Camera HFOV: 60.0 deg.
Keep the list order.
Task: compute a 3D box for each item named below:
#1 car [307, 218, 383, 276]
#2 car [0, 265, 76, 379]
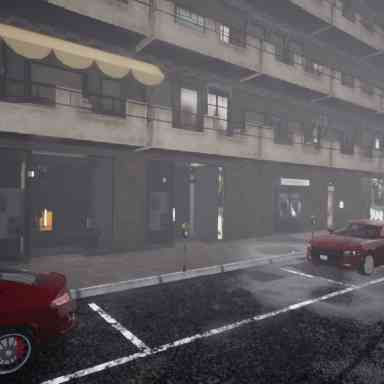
[{"bbox_3d":[5.443,1.548,10.405,4.507,1.381,1.887,0,1,-35],"label":"car"},{"bbox_3d":[-3.600,1.582,3.978,4.206,1.307,1.802,0,1,-35],"label":"car"}]
